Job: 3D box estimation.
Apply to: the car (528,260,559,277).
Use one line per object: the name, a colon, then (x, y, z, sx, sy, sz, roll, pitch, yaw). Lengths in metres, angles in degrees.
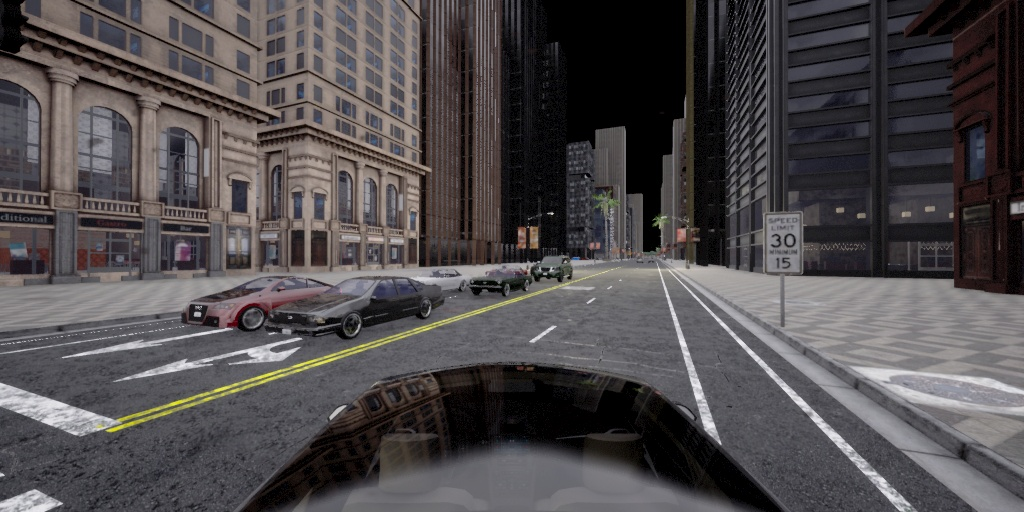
car: (3.443, 1.250, 37.889, 1.882, 1.535, 5.008, 0, 0, 22)

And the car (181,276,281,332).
car: (-7.313, 1.315, 11.034, 1.994, 1.385, 4.181, 0, 0, 22)

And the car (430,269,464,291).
car: (-4.070, 1.356, 19.173, 1.895, 1.301, 4.718, 0, 0, 22)

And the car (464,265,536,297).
car: (-0.488, 1.357, 19.377, 1.895, 1.301, 4.718, 0, 0, 22)

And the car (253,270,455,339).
car: (-4.042, 1.299, 10.471, 2.033, 1.411, 5.357, 0, 0, 22)

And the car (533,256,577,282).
car: (3.481, 0.986, 29.310, 2.150, 2.045, 5.566, 0, 0, 22)

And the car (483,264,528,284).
car: (-0.376, 1.363, 28.424, 1.895, 1.301, 4.718, 0, 0, 22)
